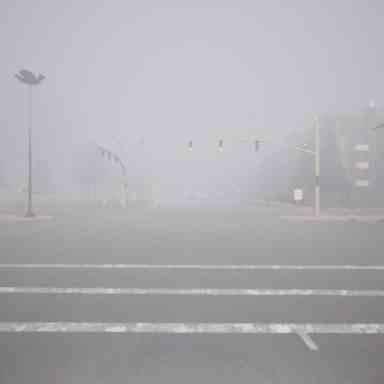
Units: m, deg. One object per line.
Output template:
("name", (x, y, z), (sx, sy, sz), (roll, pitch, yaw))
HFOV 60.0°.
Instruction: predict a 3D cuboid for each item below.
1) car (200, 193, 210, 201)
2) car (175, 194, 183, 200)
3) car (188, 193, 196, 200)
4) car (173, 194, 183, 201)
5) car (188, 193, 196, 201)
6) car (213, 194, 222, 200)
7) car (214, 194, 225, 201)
("car", (3.460, 1.452, 81.338), (1.994, 1.385, 4.181), (0, 0, 0))
("car", (-3.547, 1.333, 91.334), (1.812, 1.442, 4.674), (0, 0, 0))
("car", (-0.047, 1.164, 91.306), (2.097, 1.767, 4.553), (0, 0, 0))
("car", (-3.540, 1.255, 81.303), (2.097, 1.767, 4.553), (0, 0, 0))
("car", (-0.040, 1.451, 81.302), (1.994, 1.385, 4.181), (0, 0, 0))
("car", (6.953, 1.348, 91.341), (2.033, 1.411, 5.357), (0, 0, 0))
("car", (6.960, 1.494, 81.370), (1.895, 1.301, 4.718), (0, 0, 0))
